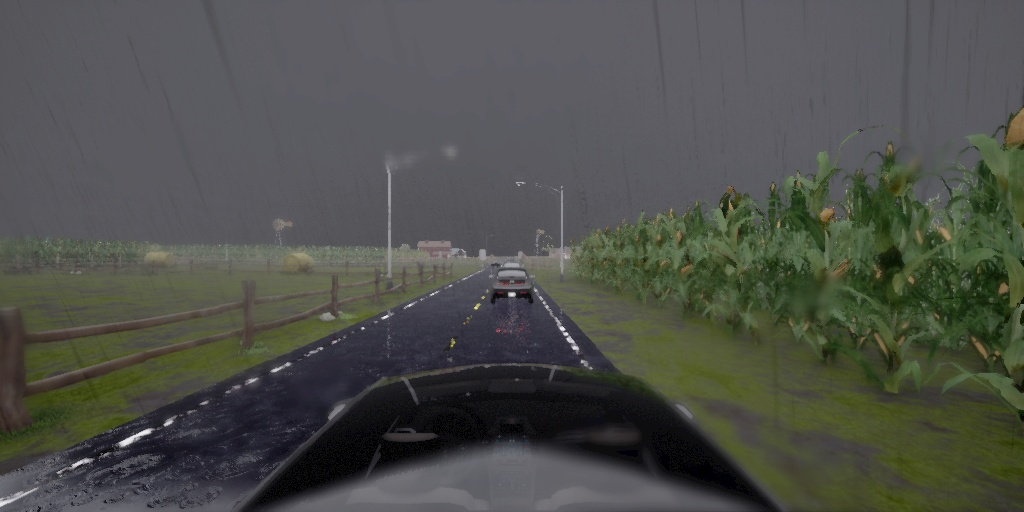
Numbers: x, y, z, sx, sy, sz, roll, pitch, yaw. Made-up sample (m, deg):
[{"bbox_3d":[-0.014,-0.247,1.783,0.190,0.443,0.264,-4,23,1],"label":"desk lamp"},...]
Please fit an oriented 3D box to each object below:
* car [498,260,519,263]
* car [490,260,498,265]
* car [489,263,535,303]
[{"bbox_3d":[0.000,1.234,31.501,1.882,1.535,5.008,0,0,0],"label":"car"},{"bbox_3d":[-2.750,1.408,62.471,1.895,1.301,4.718,0,0,0],"label":"car"},{"bbox_3d":[0.000,1.265,16.501,1.837,1.490,4.892,0,0,0],"label":"car"}]
